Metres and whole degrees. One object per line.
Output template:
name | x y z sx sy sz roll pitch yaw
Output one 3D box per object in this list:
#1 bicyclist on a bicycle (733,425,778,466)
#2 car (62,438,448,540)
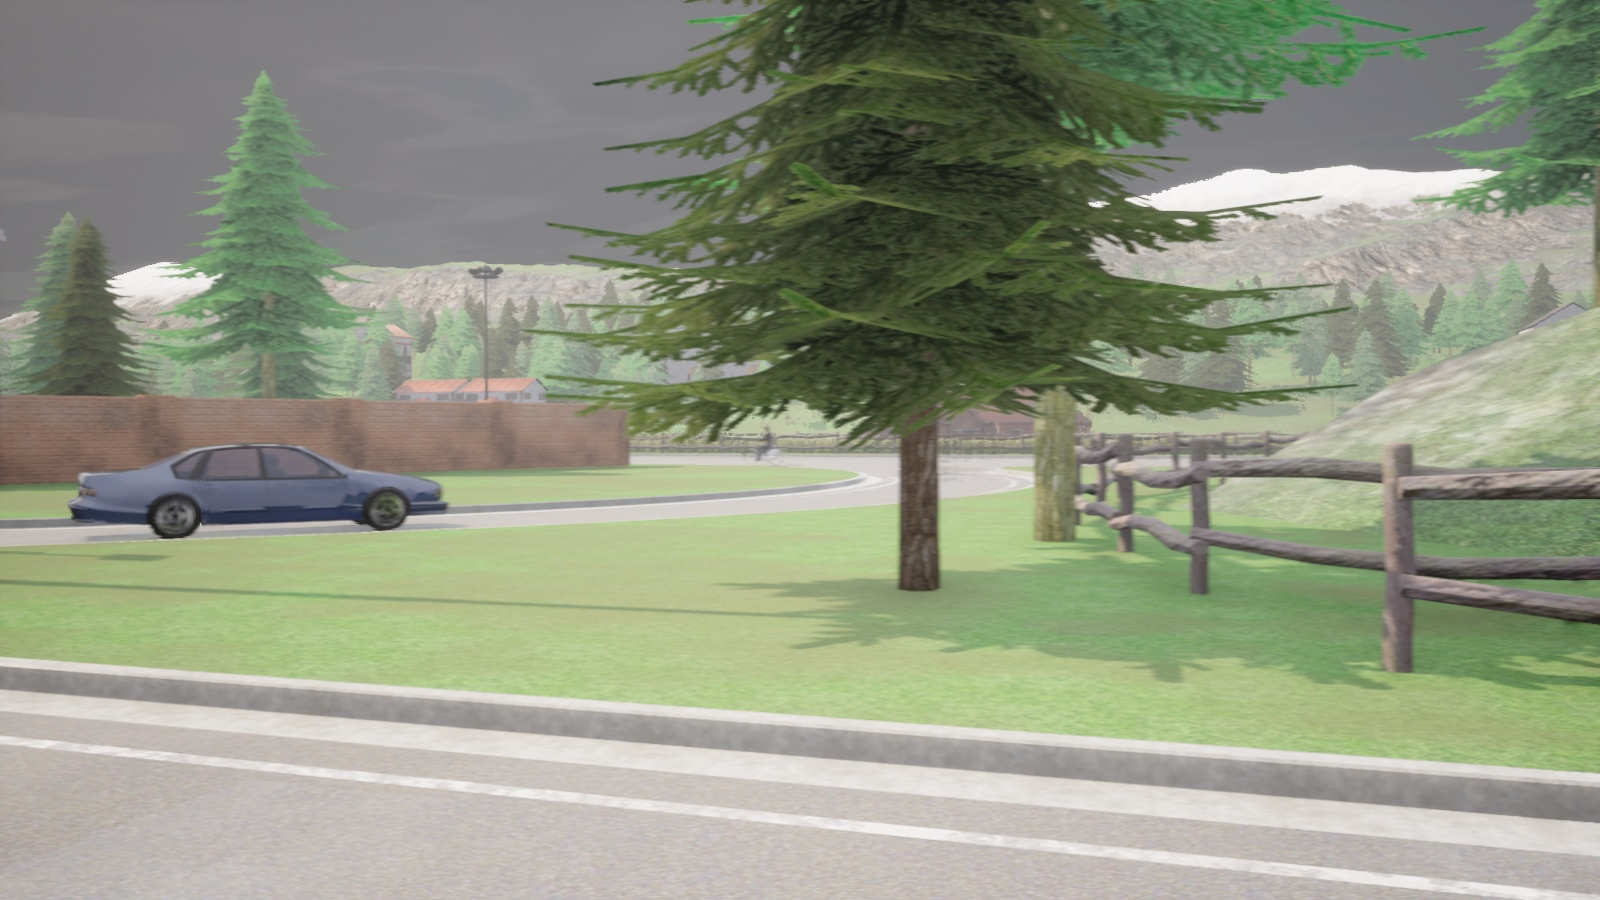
bicyclist on a bicycle | -1.943 -0.192 55.177 1.843 1.776 0.659 1 1 19
car | -8.492 0.527 19.764 5.357 1.411 2.033 0 1 -30
